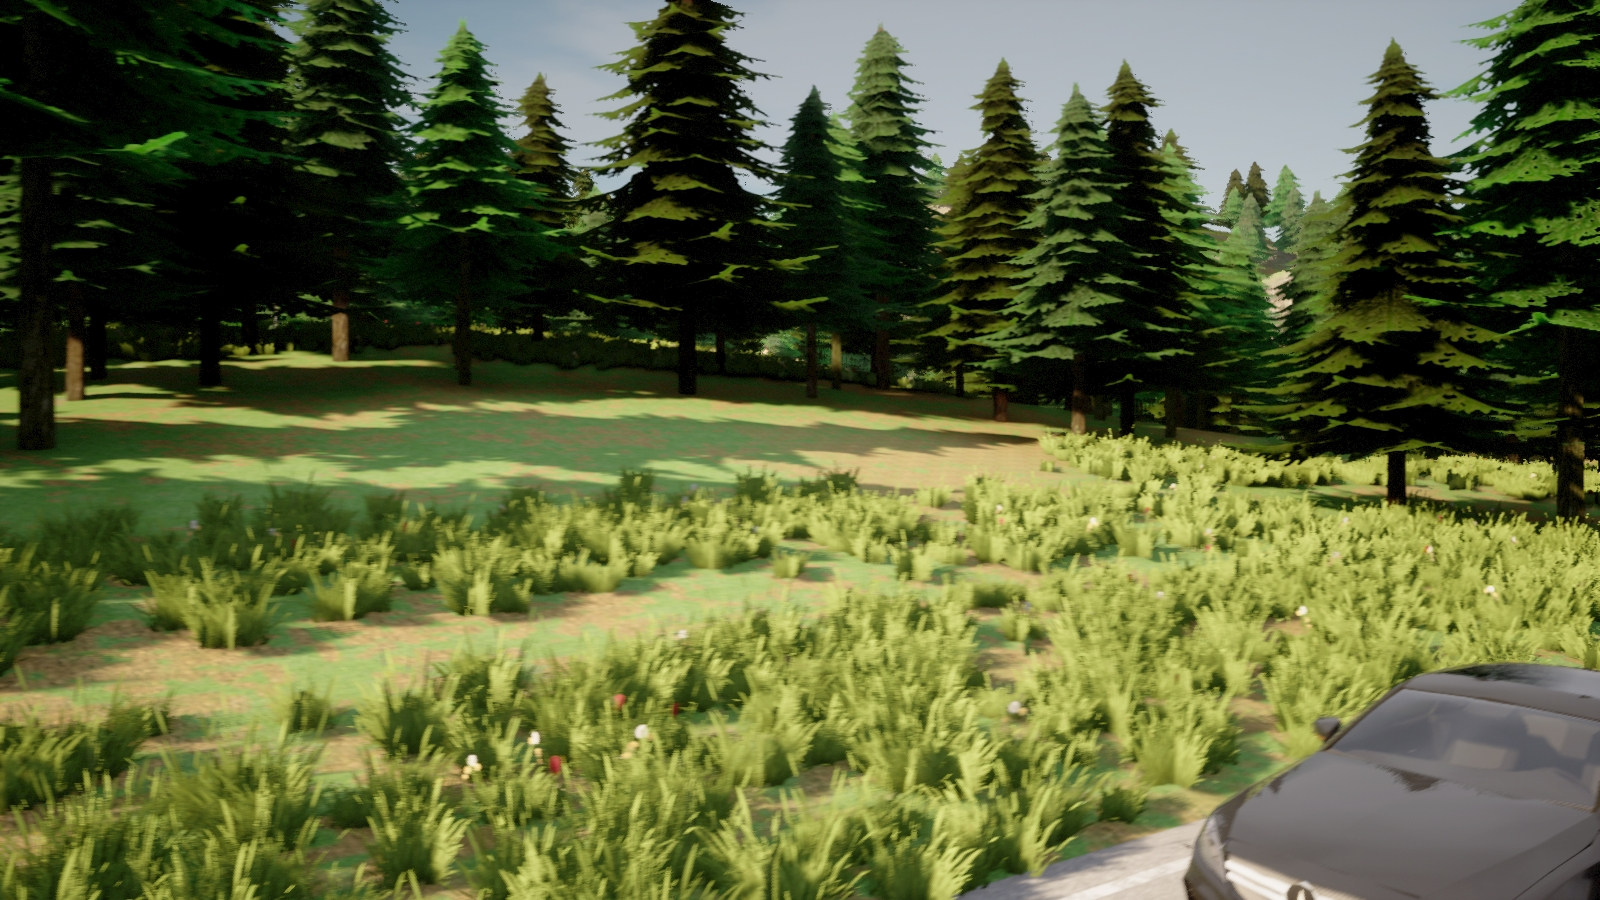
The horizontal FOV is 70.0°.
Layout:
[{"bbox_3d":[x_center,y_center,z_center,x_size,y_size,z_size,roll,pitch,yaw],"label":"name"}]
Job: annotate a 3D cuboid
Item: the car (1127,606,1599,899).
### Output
[{"bbox_3d":[4.278,1.941,6.780,4.674,1.442,2.002,0,0,-35],"label":"car"}]
